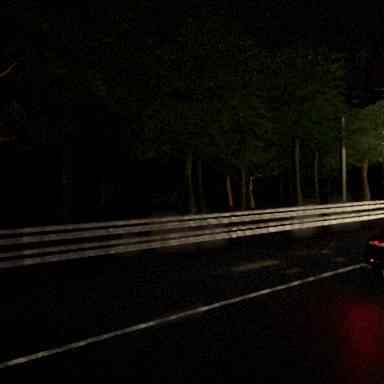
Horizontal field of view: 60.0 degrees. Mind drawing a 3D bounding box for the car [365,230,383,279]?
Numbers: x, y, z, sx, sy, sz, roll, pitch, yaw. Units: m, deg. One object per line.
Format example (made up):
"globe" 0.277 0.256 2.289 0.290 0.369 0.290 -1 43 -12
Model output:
"car" 6.087 1.250 7.891 4.902 1.511 2.128 -2 1 -33
